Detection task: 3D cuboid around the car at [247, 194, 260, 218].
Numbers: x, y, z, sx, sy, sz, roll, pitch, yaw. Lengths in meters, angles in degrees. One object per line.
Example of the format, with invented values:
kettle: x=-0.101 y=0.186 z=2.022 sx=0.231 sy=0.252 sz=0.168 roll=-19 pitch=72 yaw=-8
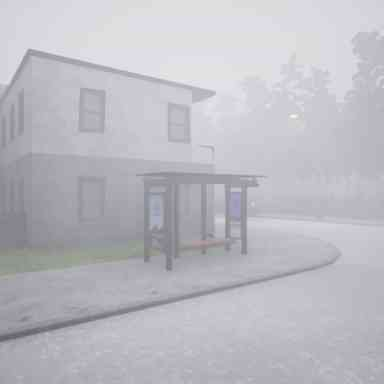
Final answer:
car: x=3.592 y=1.221 z=30.006 sx=2.150 sy=2.045 sz=5.566 roll=0 pitch=0 yaw=-35
